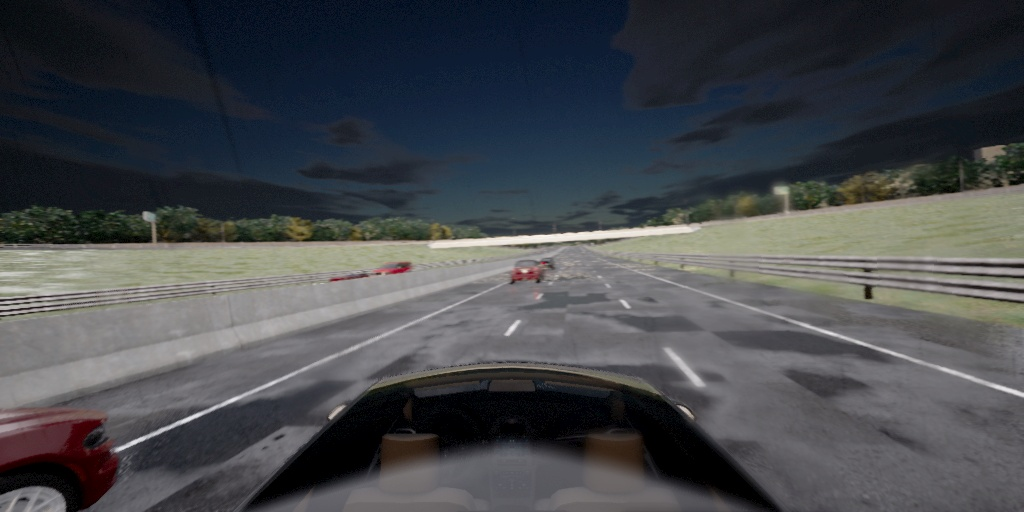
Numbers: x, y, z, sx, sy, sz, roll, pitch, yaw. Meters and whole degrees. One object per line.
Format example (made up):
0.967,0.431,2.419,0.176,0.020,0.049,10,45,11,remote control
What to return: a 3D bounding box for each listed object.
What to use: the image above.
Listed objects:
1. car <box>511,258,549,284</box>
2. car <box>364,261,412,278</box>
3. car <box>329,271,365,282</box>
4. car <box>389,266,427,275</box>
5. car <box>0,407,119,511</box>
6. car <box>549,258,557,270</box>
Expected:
1.237,1.028,26.448,2.097,1.767,4.553,-3,0,10,car
-11.573,1.596,35.063,2.150,2.045,5.566,-3,0,11,car
-15.247,2.179,34.287,1.895,1.301,4.718,-3,0,10,car
-8.592,1.813,31.798,1.895,1.301,4.718,-3,0,10,car
-4.511,1.478,0.924,1.882,1.535,5.008,-3,0,10,car
4.359,0.950,44.012,1.837,1.490,4.892,-3,1,10,car
